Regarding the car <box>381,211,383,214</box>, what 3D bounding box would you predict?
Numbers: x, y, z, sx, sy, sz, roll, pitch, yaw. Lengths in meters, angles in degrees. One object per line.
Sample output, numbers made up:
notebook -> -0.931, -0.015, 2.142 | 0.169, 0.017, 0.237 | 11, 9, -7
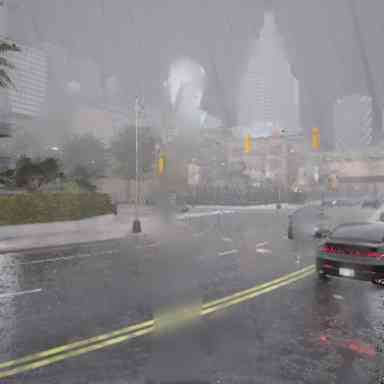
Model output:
car -> 12.565, 1.660, 20.193 | 1.994, 1.385, 4.181 | 0, 0, 32

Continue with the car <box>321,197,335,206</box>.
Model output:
car -> 23.860, 1.769, 58.147 | 2.097, 1.535, 5.008 | 0, 0, 31

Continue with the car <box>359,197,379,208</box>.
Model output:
car -> 28.795, 1.861, 53.935 | 1.895, 1.301, 4.718 | 0, 0, 31

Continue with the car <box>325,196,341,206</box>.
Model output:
car -> 27.056, 1.670, 63.723 | 2.185, 1.767, 4.553 | 0, 0, 31

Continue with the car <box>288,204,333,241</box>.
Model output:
car -> 6.067, 1.579, 17.136 | 2.128, 1.511, 4.902 | 0, 0, 19

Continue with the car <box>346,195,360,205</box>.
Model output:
car -> 30.012, 1.832, 62.737 | 2.128, 1.511, 4.902 | 0, 0, 31

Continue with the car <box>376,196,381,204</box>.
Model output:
car -> 33.345, 1.848, 61.488 | 1.994, 1.385, 4.181 | 0, 0, 31

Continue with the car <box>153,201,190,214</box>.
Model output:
car -> -2.378, 1.778, 38.113 | 4.181, 1.385, 1.994 | 0, 0, 31

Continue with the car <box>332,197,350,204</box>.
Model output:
car -> 32.646, 1.840, 72.934 | 2.231, 1.521, 4.892 | 0, 0, 41

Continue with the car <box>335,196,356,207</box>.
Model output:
car -> 25.541, 1.836, 55.316 | 1.994, 1.385, 4.181 | 0, 0, 31

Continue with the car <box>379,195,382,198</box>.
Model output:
car -> 38.772, 1.877, 70.494 | 2.033, 1.411, 5.357 | 0, 0, 31

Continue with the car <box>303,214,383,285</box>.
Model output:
car -> 4.983, 1.547, 9.068 | 1.837, 1.490, 4.892 | 0, -1, 42

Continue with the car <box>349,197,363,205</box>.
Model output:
car -> 35.236, 1.873, 71.409 | 2.128, 1.511, 4.902 | 0, 0, 31
